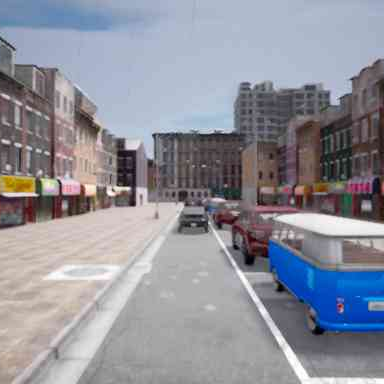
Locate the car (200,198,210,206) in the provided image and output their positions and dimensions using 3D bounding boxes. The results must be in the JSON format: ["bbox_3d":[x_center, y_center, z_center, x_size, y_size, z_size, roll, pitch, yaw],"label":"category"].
[{"bbox_3d":[2.615,2.039,66.959,1.752,1.417,4.829,0,0,0],"label":"car"}]

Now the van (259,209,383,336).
[{"bbox_3d":[2.633,1.391,6.561,1.690,1.788,3.998,0,0,0],"label":"van"}]

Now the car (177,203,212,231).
[{"bbox_3d":[0.094,1.671,21.715,1.837,1.490,4.892,0,0,0],"label":"car"}]

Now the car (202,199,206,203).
[{"bbox_3d":[2.623,1.618,39.413,2.192,1.841,5.009,0,0,0],"label":"car"}]

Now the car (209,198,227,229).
[{"bbox_3d":[2.628,1.491,22.987,2.192,1.841,5.009,0,0,0],"label":"car"}]

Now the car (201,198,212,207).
[{"bbox_3d":[2.617,1.911,61.314,1.967,1.590,4.097,0,0,0],"label":"car"}]

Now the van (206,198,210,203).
[{"bbox_3d":[2.625,1.602,33.937,1.690,1.788,3.998,0,0,0],"label":"van"}]

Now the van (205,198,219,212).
[{"bbox_3d":[2.621,1.686,44.888,1.690,1.788,3.998,0,0,0],"label":"van"}]

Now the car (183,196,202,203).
[{"bbox_3d":[0.092,1.540,41.235,2.150,2.045,5.566,0,0,0],"label":"car"}]

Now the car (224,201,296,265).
[{"bbox_3d":[2.630,1.407,12.035,2.192,1.841,5.009,0,-1,0],"label":"car"}]

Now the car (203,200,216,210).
[{"bbox_3d":[2.620,1.914,50.532,1.752,1.417,4.829,0,0,0],"label":"car"}]

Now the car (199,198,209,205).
[{"bbox_3d":[2.614,2.105,72.264,2.008,1.369,4.403,0,0,0],"label":"car"}]

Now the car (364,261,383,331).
[{"bbox_3d":[2.635,1.449,1.085,1.967,1.590,4.097,0,0,0],"label":"car"}]
